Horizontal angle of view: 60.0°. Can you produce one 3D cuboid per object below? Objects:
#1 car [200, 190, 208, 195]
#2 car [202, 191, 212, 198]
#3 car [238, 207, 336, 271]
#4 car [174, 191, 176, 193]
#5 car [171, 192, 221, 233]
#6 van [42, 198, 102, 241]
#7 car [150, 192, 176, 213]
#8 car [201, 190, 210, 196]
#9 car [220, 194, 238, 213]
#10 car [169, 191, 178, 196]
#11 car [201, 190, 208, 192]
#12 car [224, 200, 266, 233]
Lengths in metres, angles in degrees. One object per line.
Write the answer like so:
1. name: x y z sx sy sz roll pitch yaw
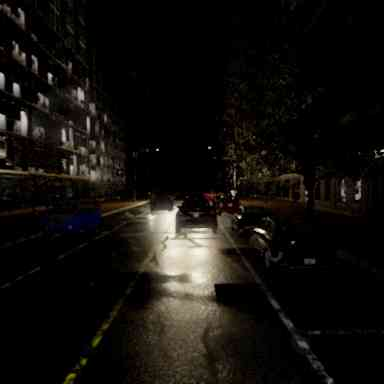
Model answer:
1. car: 3.438 0.085 95.373 1.947 1.339 4.313 -1 1 0
2. car: 3.265 0.449 72.608 1.947 1.339 4.313 -1 1 0
3. car: 2.788 1.367 10.000 2.008 1.369 4.403 -1 1 0
4. car: -5.114 0.607 72.682 1.802 1.307 4.206 -1 1 0
5. car: 0.224 1.100 17.956 2.097 1.767 4.553 -1 1 1
6. van: -5.551 1.220 15.759 1.690 1.788 3.998 -1 1 0
7. car: -2.744 1.089 31.006 1.882 1.535 5.008 -1 1 0
8. car: 3.351 0.268 83.991 1.947 1.339 4.313 -1 1 0
9. car: 2.916 1.011 27.074 1.967 1.590 4.097 -1 1 0
10. car: -4.985 0.320 89.757 1.947 1.339 4.313 -1 1 0
11. car: 0.381 0.829 36.576 2.097 1.767 4.553 -1 1 1
12. car: 2.831 1.287 15.692 2.008 1.369 4.403 -1 1 0
